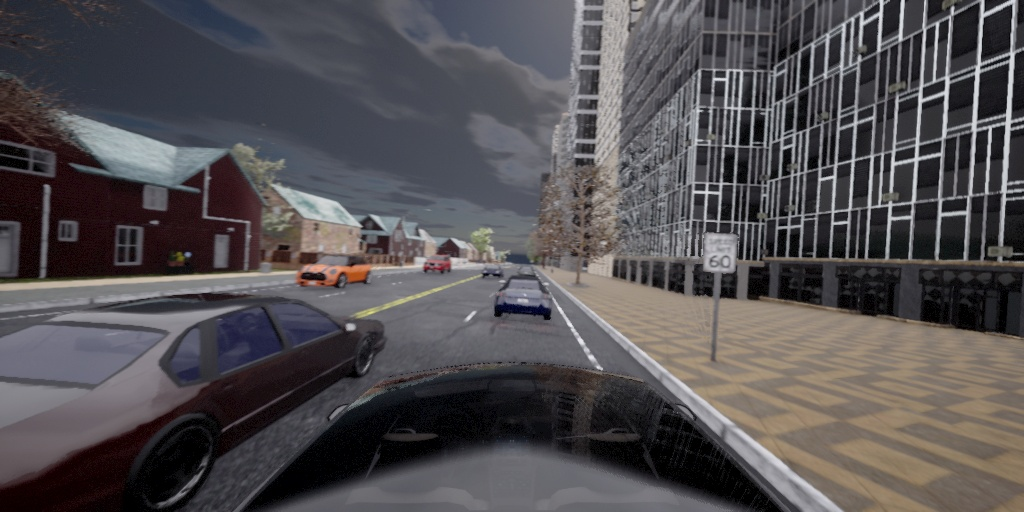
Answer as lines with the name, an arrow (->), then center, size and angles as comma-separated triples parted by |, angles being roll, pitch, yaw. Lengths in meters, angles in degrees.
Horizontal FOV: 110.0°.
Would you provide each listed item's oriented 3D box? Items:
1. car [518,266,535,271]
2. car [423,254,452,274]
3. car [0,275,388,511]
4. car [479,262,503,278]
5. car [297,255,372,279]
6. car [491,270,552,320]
car -> 1.545, 1.742, 39.117 | 1.994, 1.385, 4.181 | 3, -1, 3
car -> -8.234, 0.870, 40.171 | 2.150, 2.045, 5.566 | 3, -1, 3
car -> -3.218, 1.131, 3.978 | 2.033, 1.411, 5.357 | 3, 0, 3
car -> -1.848, 1.550, 35.782 | 1.895, 1.301, 4.718 | 3, -1, 2
car -> -9.249, 0.719, 19.072 | 2.097, 1.767, 4.553 | 3, -1, 3
car -> 0.444, 1.439, 13.620 | 1.994, 1.385, 4.181 | 3, 0, 3
